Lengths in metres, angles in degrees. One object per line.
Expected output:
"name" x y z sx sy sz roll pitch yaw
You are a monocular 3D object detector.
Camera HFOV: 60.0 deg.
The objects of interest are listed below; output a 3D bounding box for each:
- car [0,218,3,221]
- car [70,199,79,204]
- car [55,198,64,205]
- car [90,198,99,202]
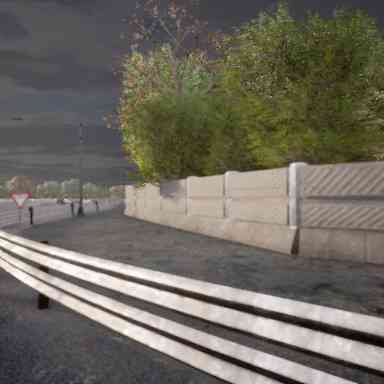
"car" -17.053 1.937 26.722 2.033 1.411 5.357 0 0 -11
"car" -29.426 2.378 83.458 1.994 1.385 4.181 0 -1 -23
"car" -32.701 2.342 82.224 1.837 1.490 4.892 0 -1 -23
"car" -24.488 2.309 83.745 1.812 1.442 4.674 0 -1 -8
